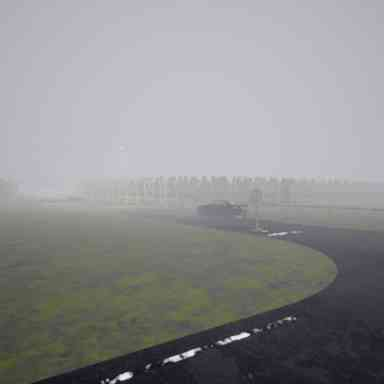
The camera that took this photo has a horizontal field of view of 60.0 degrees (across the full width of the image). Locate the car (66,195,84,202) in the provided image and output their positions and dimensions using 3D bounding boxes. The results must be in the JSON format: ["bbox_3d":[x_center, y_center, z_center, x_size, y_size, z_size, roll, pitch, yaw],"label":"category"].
[{"bbox_3d":[-21.045,1.123,59.548,1.895,1.301,4.718,0,1,-36],"label":"car"}]

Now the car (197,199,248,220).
[{"bbox_3d":[2.279,1.328,26.067,2.128,1.511,4.902,0,1,-35],"label":"car"}]
